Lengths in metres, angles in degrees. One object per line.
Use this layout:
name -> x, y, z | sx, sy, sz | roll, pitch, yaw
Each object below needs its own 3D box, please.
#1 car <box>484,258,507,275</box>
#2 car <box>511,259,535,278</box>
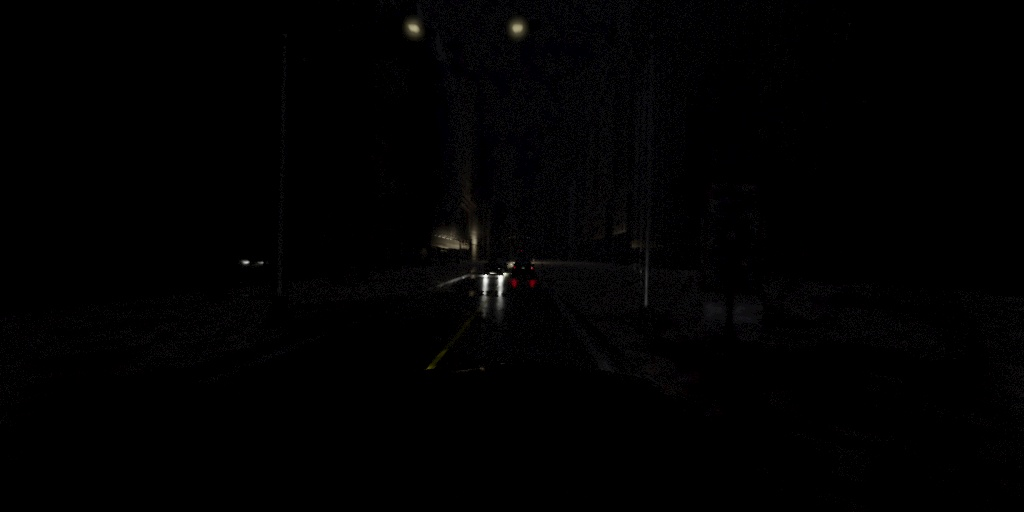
car -> -1.832, 1.181, 38.433 | 1.837, 1.490, 4.892 | 1, 0, 2
car -> 1.074, 1.098, 34.009 | 2.097, 1.767, 4.553 | 1, 0, 2
